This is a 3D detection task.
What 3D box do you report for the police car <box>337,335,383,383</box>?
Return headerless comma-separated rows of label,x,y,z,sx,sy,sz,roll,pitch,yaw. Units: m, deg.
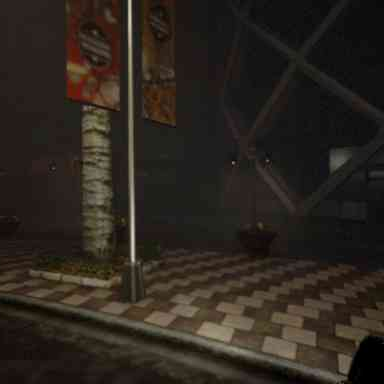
police car,3.189,1.400,1.033,5.238,1.638,1.930,0,0,38
